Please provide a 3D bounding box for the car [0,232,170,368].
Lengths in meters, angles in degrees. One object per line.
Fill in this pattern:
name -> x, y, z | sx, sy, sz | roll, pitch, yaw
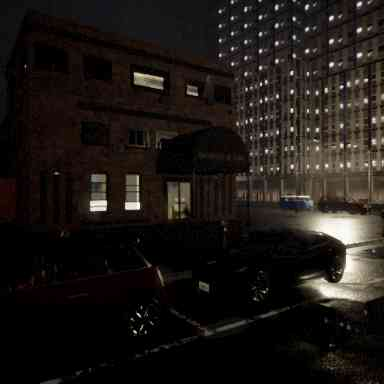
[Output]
car -> -2.442, 1.440, 4.826 | 4.097, 1.590, 1.967 | 0, 0, -35

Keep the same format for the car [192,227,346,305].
car -> 2.022, 1.565, 8.078 | 4.313, 1.339, 1.947 | 0, 0, -35

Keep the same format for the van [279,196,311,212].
van -> 11.765, 1.326, 37.611 | 1.690, 1.788, 3.998 | 0, 0, -35

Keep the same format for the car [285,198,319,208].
car -> 15.472, 1.514, 46.950 | 1.802, 1.307, 4.206 | 0, 0, -35

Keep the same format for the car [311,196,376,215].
car -> 14.934, 1.308, 33.066 | 2.192, 1.841, 5.009 | 0, 0, -35

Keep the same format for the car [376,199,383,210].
car -> 21.810, 1.498, 37.860 | 2.008, 1.369, 4.403 | 0, 0, -35
